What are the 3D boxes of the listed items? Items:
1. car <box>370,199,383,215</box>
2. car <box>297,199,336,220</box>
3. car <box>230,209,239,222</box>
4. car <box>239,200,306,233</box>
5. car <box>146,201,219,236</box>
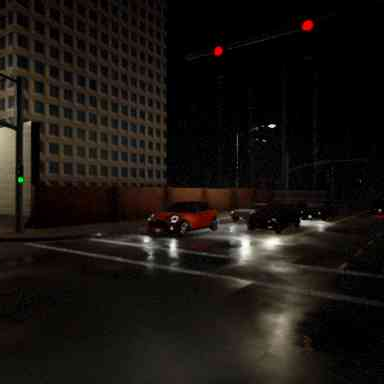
[{"bbox_3d":[19.299,1.487,33.667,1.837,1.490,4.892,0,0,35],"label":"car"},{"bbox_3d":[10.662,1.523,27.872,2.033,1.411,5.357,0,0,36],"label":"car"},{"bbox_3d":[4.780,1.567,25.650,1.895,1.301,4.718,0,0,35],"label":"car"},{"bbox_3d":[4.967,1.460,19.874,1.882,1.535,5.008,0,0,35],"label":"car"},{"bbox_3d":[-0.420,1.325,18.337,2.097,1.767,4.553,0,0,35],"label":"car"}]
